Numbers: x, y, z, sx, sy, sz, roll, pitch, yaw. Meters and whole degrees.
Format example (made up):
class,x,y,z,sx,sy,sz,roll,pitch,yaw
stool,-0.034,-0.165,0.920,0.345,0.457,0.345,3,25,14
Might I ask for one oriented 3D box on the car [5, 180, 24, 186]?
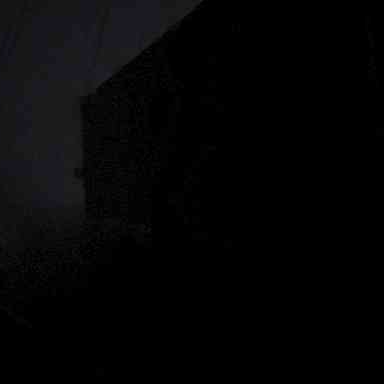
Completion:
class,x,y,z,sx,sy,sz,roll,pitch,yaw
car,-43.718,-1.947,79.996,2.185,1.767,4.553,-5,-3,20

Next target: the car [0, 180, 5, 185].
class,x,y,z,sx,sy,sz,roll,pitch,yaw
car,-45.652,-1.960,74.820,2.097,1.535,5.008,-5,-3,22

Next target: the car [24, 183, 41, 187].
class,x,y,z,sx,sy,sz,roll,pitch,yaw
car,-41.820,-1.639,85.394,2.163,1.488,4.792,-5,-3,19
